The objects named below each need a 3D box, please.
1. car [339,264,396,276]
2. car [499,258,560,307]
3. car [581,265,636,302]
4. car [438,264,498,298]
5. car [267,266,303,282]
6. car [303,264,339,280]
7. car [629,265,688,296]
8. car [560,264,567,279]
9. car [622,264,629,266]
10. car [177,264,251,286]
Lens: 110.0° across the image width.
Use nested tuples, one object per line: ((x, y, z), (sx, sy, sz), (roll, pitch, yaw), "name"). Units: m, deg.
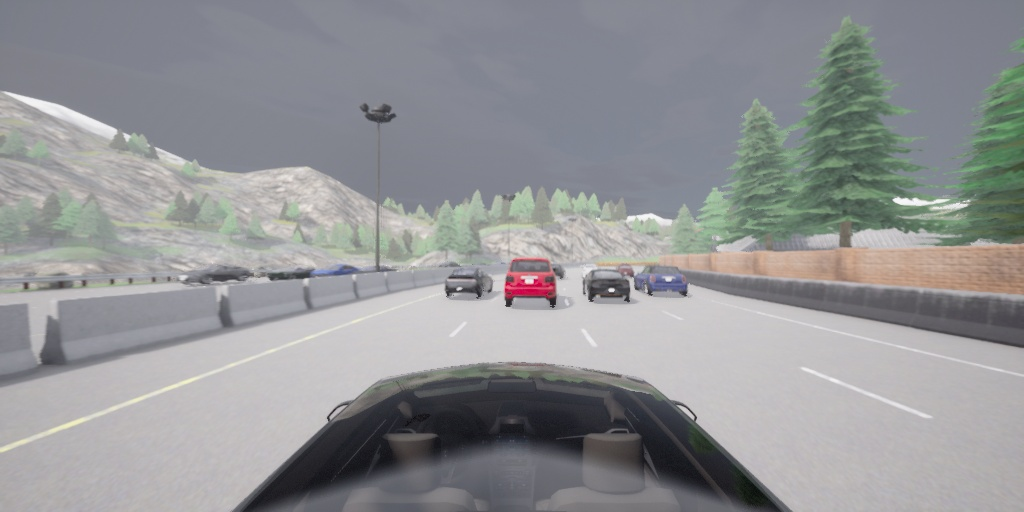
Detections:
((-11.545, 1.500, 29.788), (2.033, 1.411, 5.357), (0, 0, 10), "car")
((0.952, 1.103, 16.584), (2.150, 2.045, 5.566), (0, -1, 6), "car")
((4.668, 1.386, 18.262), (1.882, 1.535, 5.008), (0, -1, 6), "car")
((-2.225, 1.387, 19.475), (2.128, 1.511, 4.902), (0, 0, 7), "car")
((-18.438, 1.539, 30.854), (1.895, 1.301, 4.718), (0, -1, 10), "car")
((-14.909, 1.426, 30.598), (1.882, 1.535, 5.008), (0, -1, 10), "car")
((8.568, 1.298, 21.070), (2.097, 1.767, 4.553), (0, 0, 8), "car")
((4.433, 1.572, 36.731), (1.837, 1.490, 4.892), (0, -1, 13), "car")
((12.263, 1.640, 39.112), (1.812, 1.442, 4.674), (0, -1, 15), "car")
((-22.531, 1.385, 27.329), (2.128, 1.511, 4.902), (0, -1, 9), "car")
